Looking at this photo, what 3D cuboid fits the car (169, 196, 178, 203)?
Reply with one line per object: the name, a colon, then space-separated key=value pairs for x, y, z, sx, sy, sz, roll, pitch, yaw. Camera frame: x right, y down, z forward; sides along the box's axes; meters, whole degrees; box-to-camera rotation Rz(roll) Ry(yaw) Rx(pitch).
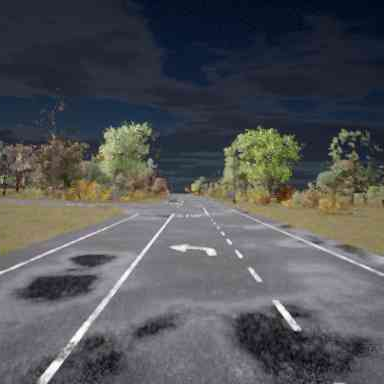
car: x=-3.858 y=1.529 z=69.342 sx=1.837 sy=1.490 sz=4.892 roll=0 pitch=0 yaw=0
